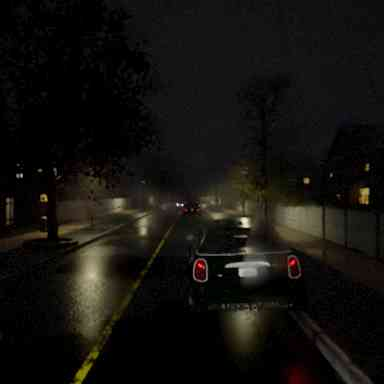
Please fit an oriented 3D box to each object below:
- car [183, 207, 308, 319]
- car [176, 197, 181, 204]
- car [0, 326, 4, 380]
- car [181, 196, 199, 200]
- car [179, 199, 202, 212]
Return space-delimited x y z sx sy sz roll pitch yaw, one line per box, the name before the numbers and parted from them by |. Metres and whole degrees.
car | 0.925 1.369 7.627 2.097 1.767 4.553 -2 -1 0
car | -2.810 2.058 81.268 2.128 1.511 4.902 0 -1 0
car | -2.750 1.514 1.303 1.837 1.490 4.892 0 0 0
car | -0.001 1.513 44.356 2.150 2.045 5.566 0 0 1
car | 0.042 1.765 33.703 2.033 1.411 5.357 0 0 1
